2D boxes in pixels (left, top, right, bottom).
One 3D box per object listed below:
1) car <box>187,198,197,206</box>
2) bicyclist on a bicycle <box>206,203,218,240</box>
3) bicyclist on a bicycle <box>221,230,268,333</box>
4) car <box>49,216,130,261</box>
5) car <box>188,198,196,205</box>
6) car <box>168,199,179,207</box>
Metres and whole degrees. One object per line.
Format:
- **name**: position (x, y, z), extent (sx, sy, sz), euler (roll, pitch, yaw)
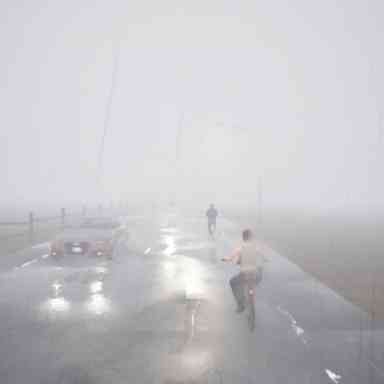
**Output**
- **car**: position (0.031, 2.002, 66.461), extent (2.128, 1.511, 4.902), euler (0, -1, 0)
- **bicyclist on a bicycle**: position (0.973, 1.446, 16.451), extent (0.659, 1.776, 1.843), euler (0, 0, 0)
- **bicyclist on a bicycle**: position (0.957, 1.460, 5.876), extent (0.866, 1.612, 1.509), euler (0, 0, 0)
- **car**: position (-3.593, 1.616, 12.363), extent (1.994, 1.385, 4.181), euler (0, 0, 0)
- **car**: position (0.037, 2.136, 76.906), extent (1.837, 1.490, 4.892), euler (0, -1, 0)
- **car**: position (-3.476, 2.021, 63.053), extent (2.033, 1.411, 5.357), euler (0, -1, 0)
